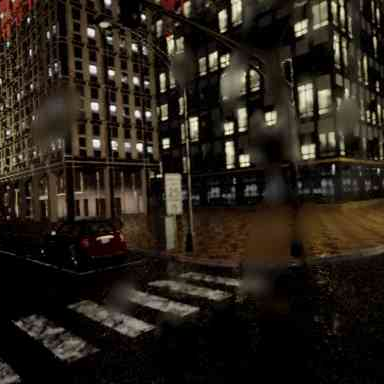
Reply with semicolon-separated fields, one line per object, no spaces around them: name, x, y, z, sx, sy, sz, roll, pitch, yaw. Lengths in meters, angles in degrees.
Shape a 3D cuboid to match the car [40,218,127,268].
car;-4.323;1.790;12.826;1.967;1.590;4.097;-2;-1;-44
